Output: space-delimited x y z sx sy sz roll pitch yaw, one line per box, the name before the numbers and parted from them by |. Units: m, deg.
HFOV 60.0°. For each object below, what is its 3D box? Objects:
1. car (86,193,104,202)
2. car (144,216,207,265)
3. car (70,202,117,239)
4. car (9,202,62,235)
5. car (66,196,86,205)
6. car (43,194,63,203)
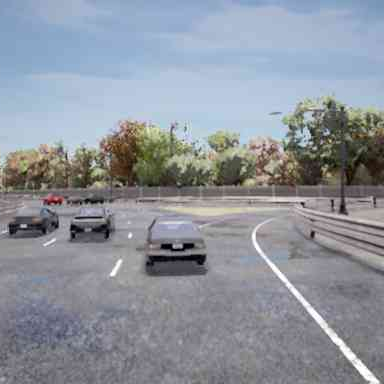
car | -17.664 1.255 60.121 2.150 2.045 5.566 0 0 -35
car | -0.677 1.544 11.665 2.033 1.411 5.357 0 0 -6
car | -5.081 1.501 17.432 2.128 1.511 4.902 0 0 -9
car | -8.880 1.548 18.954 1.812 1.442 4.674 0 0 -11
car | -20.598 1.550 58.216 1.837 1.490 4.892 0 0 -35
car | -23.568 1.278 56.361 2.150 2.045 5.566 0 0 -35
